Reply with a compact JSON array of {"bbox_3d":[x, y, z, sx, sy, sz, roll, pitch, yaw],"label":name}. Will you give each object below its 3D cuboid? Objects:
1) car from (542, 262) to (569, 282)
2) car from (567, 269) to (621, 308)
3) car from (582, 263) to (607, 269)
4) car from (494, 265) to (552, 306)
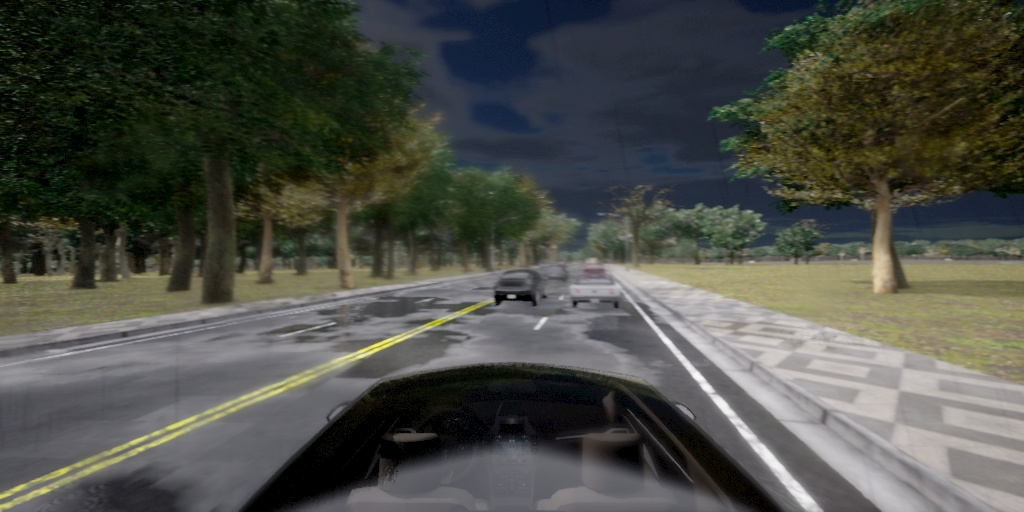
[{"bbox_3d":[3.886,1.514,31.303,1.994,1.385,4.181,-1,0,13],"label":"car"},{"bbox_3d":[3.645,1.418,15.733,1.895,1.301,4.718,-1,0,13],"label":"car"},{"bbox_3d":[7.086,1.383,30.717,1.882,1.535,5.008,-1,0,13],"label":"car"},{"bbox_3d":[0.519,1.371,16.638,1.837,1.490,4.892,-1,0,13],"label":"car"}]
